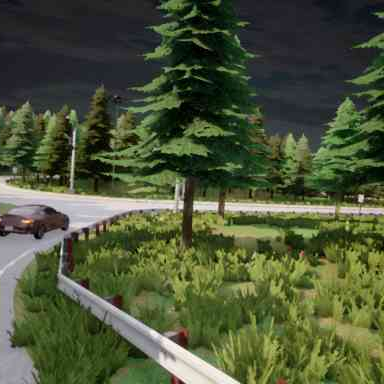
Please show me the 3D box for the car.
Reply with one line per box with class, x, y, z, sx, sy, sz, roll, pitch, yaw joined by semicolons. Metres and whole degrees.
car;-7.652;1.331;16.380;1.812;1.442;4.674;4;1;1
